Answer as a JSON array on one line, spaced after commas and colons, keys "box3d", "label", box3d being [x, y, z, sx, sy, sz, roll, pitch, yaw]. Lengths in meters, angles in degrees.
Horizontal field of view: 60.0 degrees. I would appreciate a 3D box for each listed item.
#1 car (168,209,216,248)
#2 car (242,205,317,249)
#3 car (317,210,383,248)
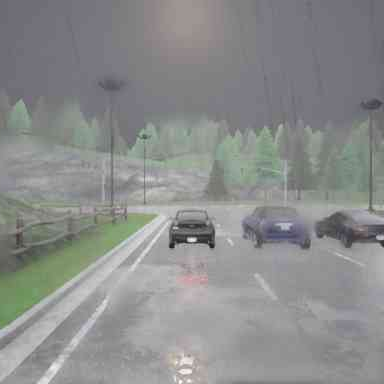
[{"box3d": [0.000, 1.515, 14.650, 1.837, 1.490, 4.892, 0, 0, 0], "label": "car"}, {"box3d": [3.500, 1.365, 14.620, 2.097, 1.767, 4.553, 0, 0, 0], "label": "car"}, {"box3d": [7.000, 1.532, 14.650, 1.812, 1.442, 4.674, 0, 0, 0], "label": "car"}]
